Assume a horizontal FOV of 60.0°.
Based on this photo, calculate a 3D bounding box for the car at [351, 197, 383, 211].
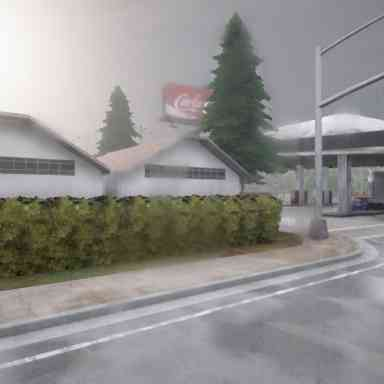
[{"bbox_3d":[20.782,1.467,39.342,4.611,1.667,2.242,0,0,-36],"label":"car"}]

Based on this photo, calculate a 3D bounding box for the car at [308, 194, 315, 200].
[{"bbox_3d":[31.789,1.305,88.849,2.152,1.636,5.027,0,0,-36],"label":"car"}]
